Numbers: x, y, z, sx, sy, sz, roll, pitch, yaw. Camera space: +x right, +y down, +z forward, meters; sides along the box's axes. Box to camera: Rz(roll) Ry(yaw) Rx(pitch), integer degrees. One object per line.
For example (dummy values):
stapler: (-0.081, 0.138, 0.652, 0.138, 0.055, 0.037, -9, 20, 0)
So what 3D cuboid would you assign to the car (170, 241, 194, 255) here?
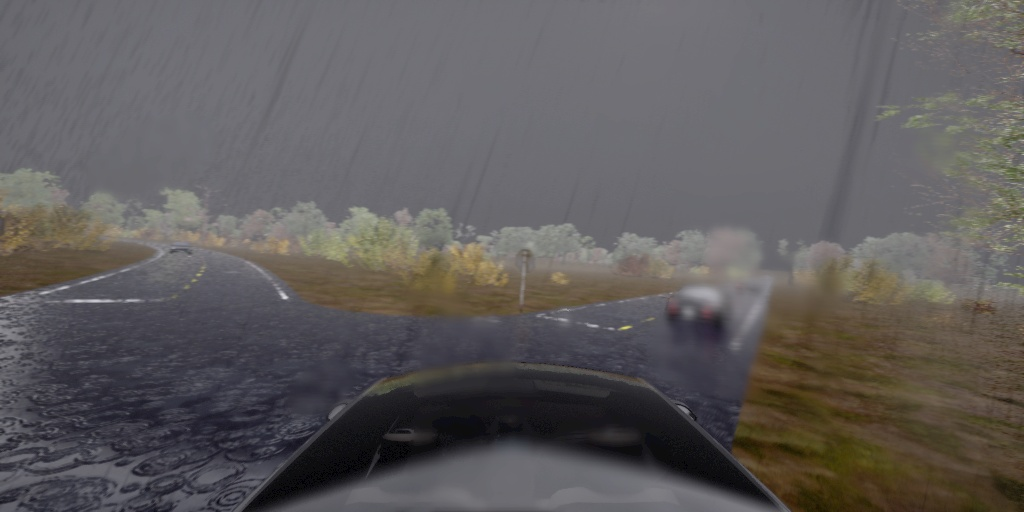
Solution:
car: (-37.383, -0.955, 40.579, 2.033, 1.411, 5.357, 4, -1, -43)

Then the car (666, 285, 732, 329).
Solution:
car: (7.436, 1.872, 14.128, 1.812, 1.442, 4.674, 4, 0, 36)

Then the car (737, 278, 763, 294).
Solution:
car: (25.809, 3.384, 39.103, 1.895, 1.301, 4.718, 4, 0, 37)
